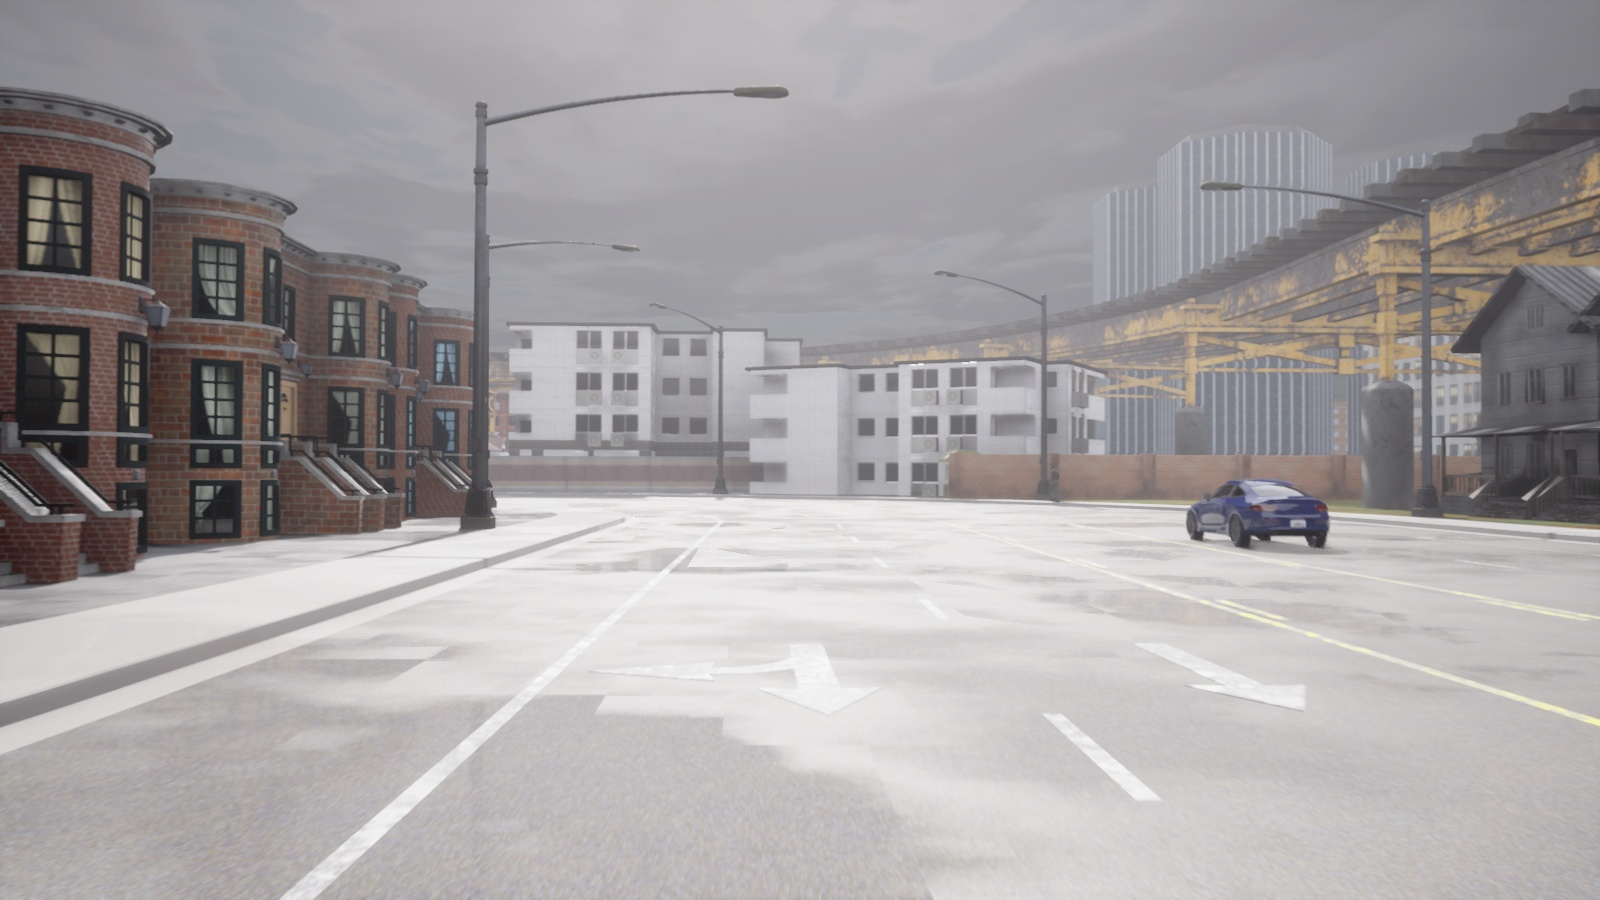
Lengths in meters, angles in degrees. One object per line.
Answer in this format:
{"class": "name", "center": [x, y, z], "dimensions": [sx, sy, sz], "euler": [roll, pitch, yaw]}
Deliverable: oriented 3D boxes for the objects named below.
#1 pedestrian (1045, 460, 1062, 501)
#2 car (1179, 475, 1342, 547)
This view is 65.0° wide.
{"class": "pedestrian", "center": [11.993, 1.443, 59.386], "dimensions": [0.402, 1.930, 0.666], "euler": [0, -1, -31]}
{"class": "car", "center": [10.036, 1.277, 27.762], "dimensions": [1.812, 1.442, 4.674], "euler": [0, -1, -1]}
